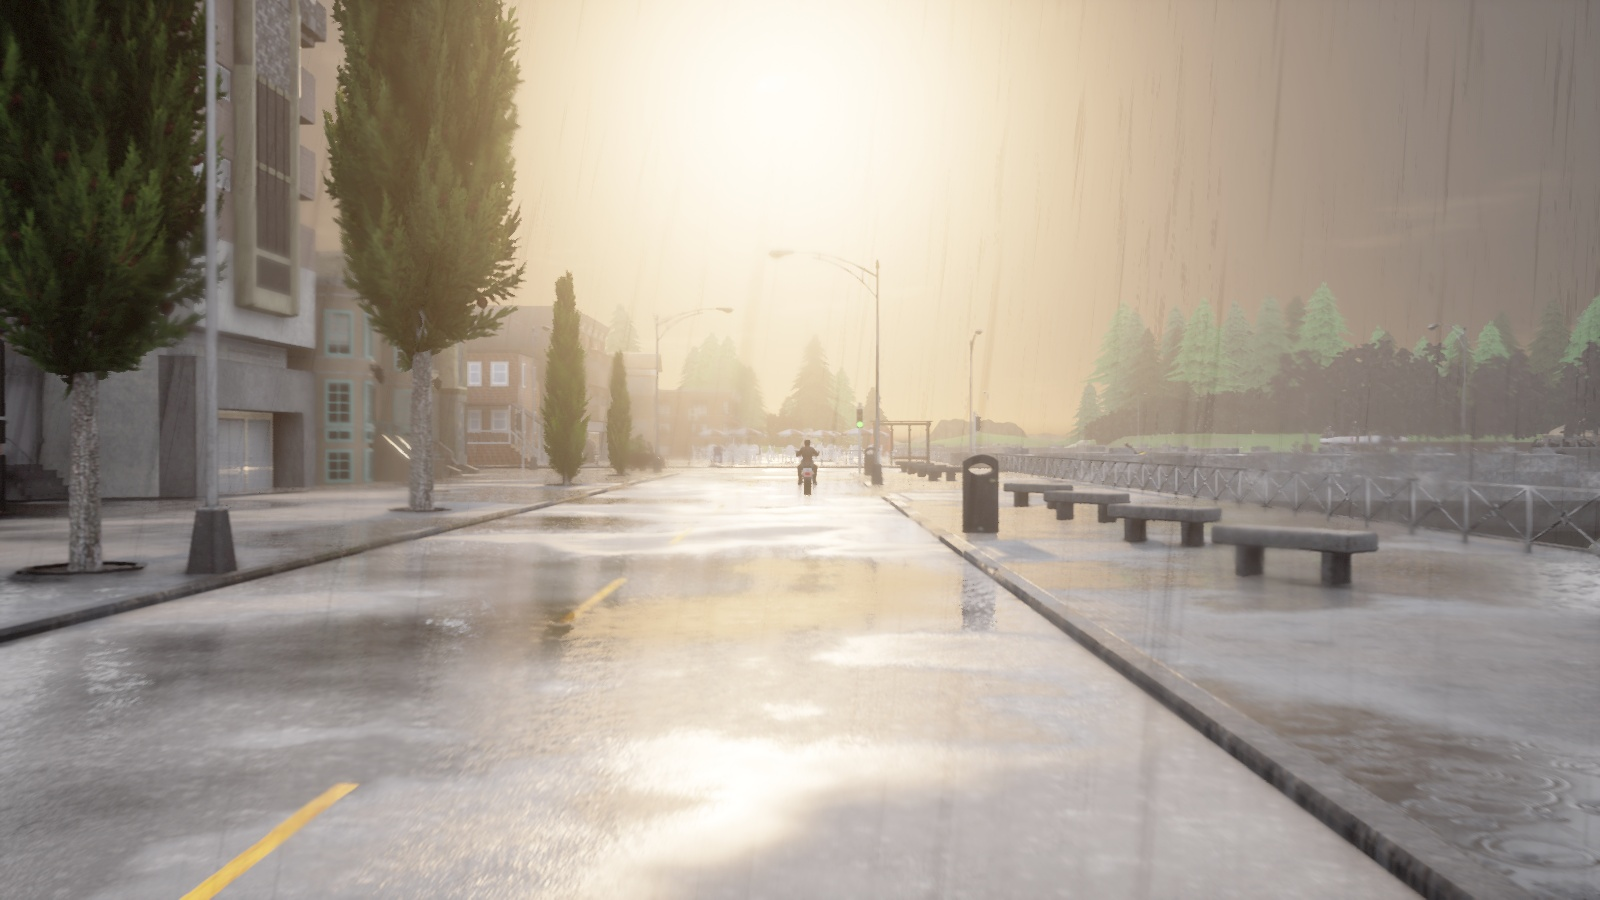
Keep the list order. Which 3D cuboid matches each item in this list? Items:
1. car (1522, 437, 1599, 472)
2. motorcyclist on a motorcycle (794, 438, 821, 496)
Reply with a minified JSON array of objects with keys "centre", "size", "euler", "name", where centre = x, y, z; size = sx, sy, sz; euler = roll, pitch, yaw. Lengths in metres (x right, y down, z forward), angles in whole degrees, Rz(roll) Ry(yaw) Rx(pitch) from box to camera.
[{"centre":[41.599,0.217,67.331],"size":[4.605,1.855,1.932],"euler":[0,0,1],"name":"car"},{"centre":[0.222,0.487,37.244],"size":[0.766,1.649,2.350],"euler":[0,0,0],"name":"motorcyclist on a motorcycle"}]
